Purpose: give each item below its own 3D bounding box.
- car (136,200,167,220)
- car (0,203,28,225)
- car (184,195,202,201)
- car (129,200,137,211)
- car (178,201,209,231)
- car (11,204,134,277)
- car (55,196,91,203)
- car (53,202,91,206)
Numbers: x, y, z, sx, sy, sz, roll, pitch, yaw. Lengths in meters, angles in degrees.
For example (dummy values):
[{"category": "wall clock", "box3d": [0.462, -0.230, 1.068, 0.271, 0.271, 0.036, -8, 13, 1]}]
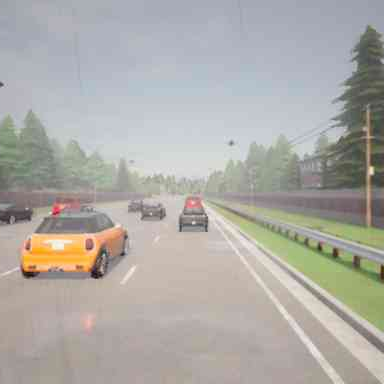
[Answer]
[{"category": "car", "box3d": [-3.412, 1.660, 30.251, 2.128, 1.511, 4.902, 0, 0, 0]}, {"category": "car", "box3d": [-13.930, 1.618, 25.525, 1.882, 1.535, 5.008, 0, 0, 0]}, {"category": "car", "box3d": [0.098, 1.466, 43.961, 2.150, 2.045, 5.566, 0, 0, 0]}, {"category": "car", "box3d": [-6.910, 1.727, 42.503, 2.128, 1.511, 4.902, 0, 0, 0]}, {"category": "car", "box3d": [0.099, 1.612, 21.652, 2.128, 1.511, 4.902, 0, 0, 0]}, {"category": "car", "box3d": [-3.399, 1.410, 10.559, 2.097, 1.767, 4.553, 0, 0, 0]}, {"category": "car", "box3d": [-10.411, 1.386, 29.574, 2.150, 2.045, 5.566, 0, 0, 0]}, {"category": "car", "box3d": [-6.962, 1.607, 20.663, 2.128, 1.511, 4.902, 0, 0, 1]}]
